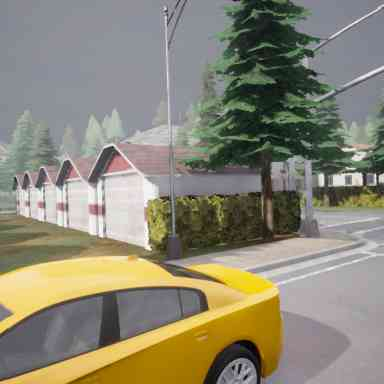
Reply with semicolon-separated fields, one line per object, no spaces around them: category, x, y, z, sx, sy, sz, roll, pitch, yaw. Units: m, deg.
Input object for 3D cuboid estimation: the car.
car;-1.296;1.455;3.068;5.008;1.535;1.882;-2;1;-35
